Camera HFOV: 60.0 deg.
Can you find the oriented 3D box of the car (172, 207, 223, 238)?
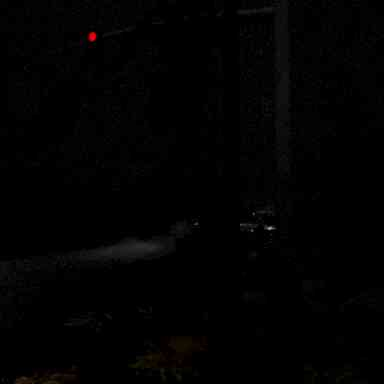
[{"bbox_3d":[0.799,1.634,18.798,2.128,1.511,4.902,-1,-1,35],"label":"car"}]

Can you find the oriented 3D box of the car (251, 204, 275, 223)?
[{"bbox_3d":[6.440,1.674,26.892,1.812,1.442,4.674,-1,-1,34],"label":"car"}]
